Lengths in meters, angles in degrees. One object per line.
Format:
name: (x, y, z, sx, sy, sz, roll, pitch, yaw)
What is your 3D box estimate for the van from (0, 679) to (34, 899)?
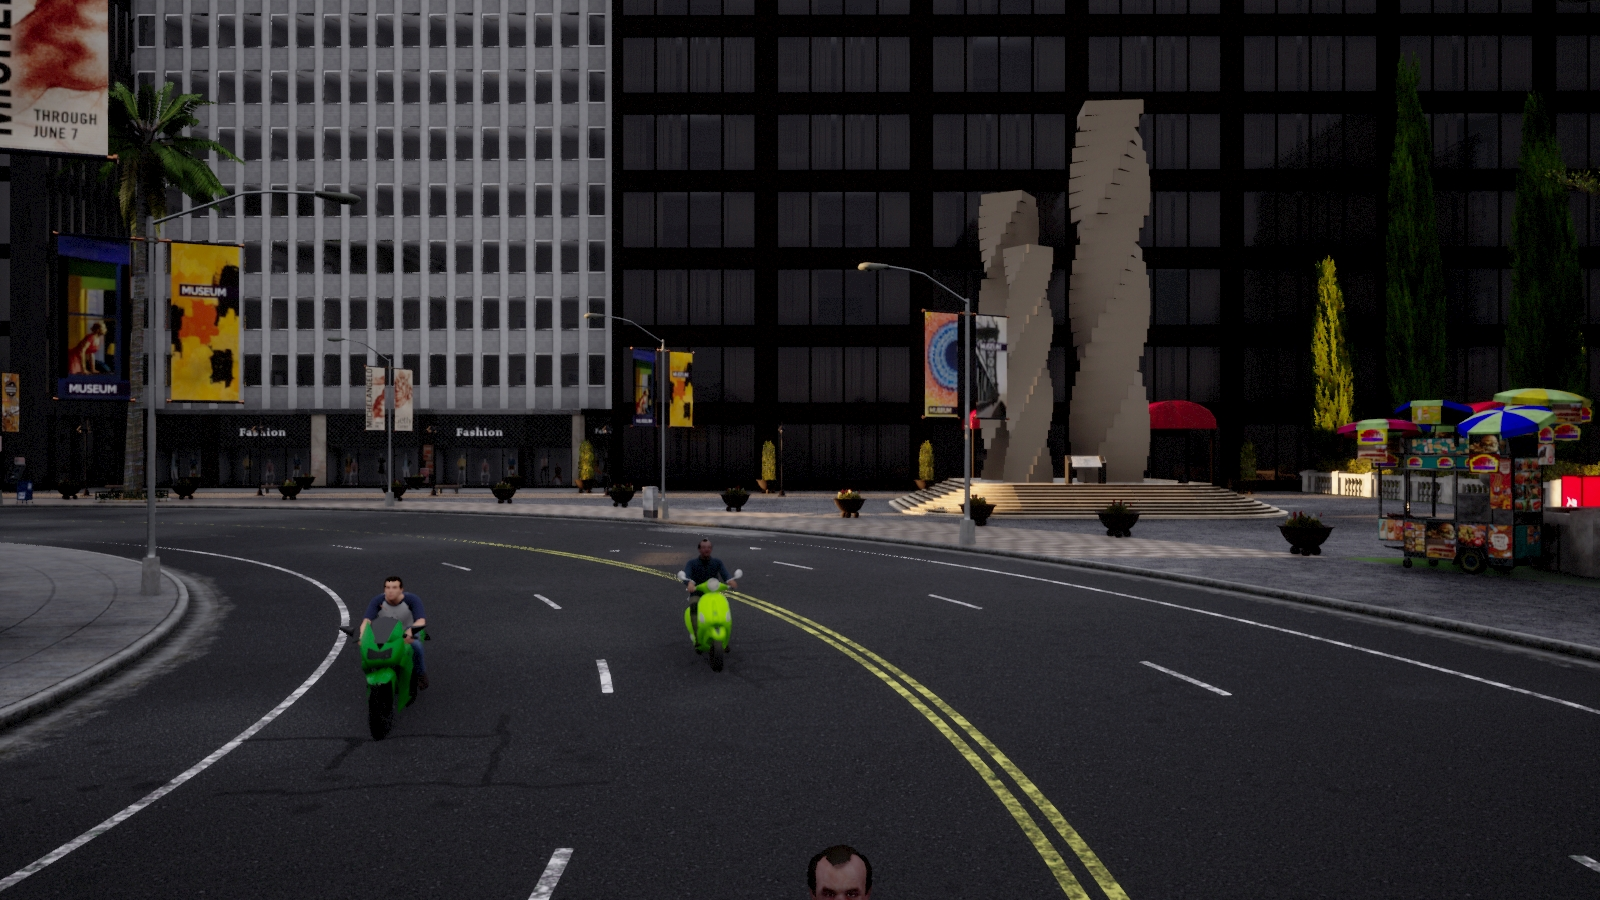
van: (-3.531, 1.781, 1.508, 2.069, 2.038, 4.480, 0, 0, -1)

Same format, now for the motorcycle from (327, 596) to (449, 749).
motorcycle: (-4.170, 2.213, 11.716, 0.803, 1.145, 2.033, 0, 0, -9)
